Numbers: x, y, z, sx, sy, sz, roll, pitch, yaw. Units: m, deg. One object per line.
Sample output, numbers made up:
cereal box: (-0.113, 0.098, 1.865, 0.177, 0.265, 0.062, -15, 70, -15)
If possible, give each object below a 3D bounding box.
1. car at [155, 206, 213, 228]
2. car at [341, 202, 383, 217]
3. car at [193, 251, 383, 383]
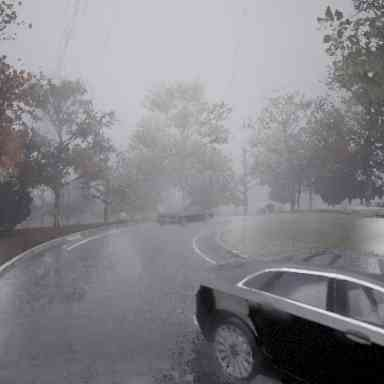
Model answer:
car: (-0.432, 1.601, 22.519, 1.895, 1.301, 4.718, 0, 0, 31)
car: (16.340, 1.600, 30.528, 4.718, 1.301, 1.895, 0, 0, 11)
car: (2.076, 1.491, 3.498, 2.128, 1.511, 4.902, 0, 0, -41)
